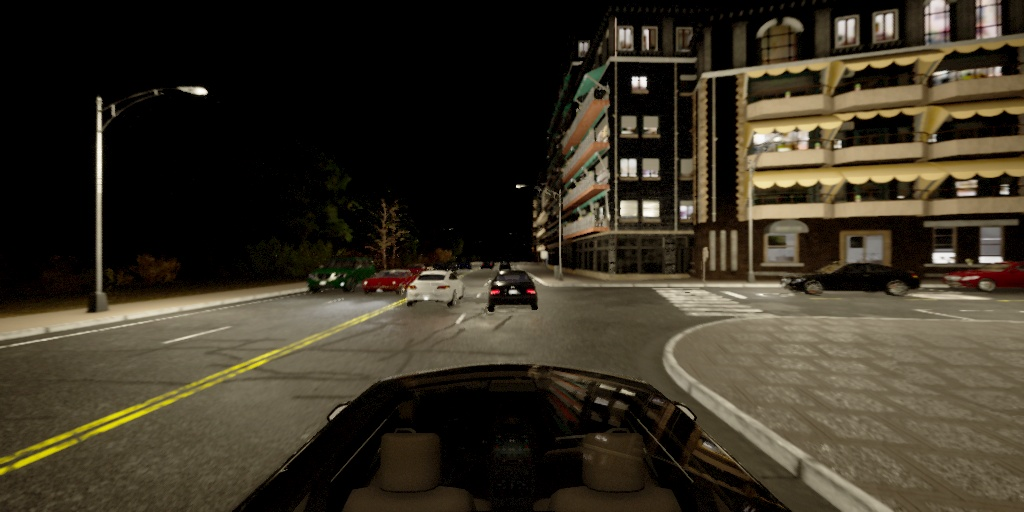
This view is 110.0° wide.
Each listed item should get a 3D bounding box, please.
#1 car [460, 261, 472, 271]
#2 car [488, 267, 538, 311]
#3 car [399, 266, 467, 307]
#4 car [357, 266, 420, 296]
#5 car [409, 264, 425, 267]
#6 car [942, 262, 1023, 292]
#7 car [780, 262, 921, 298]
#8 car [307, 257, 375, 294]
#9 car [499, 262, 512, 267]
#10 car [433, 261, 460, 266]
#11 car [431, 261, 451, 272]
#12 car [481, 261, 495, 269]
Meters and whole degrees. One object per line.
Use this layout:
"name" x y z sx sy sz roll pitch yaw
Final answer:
"car" -7.710 1.559 58.852 1.882 1.535 5.008 0 0 -1
"car" 0.003 1.322 14.589 2.033 1.411 5.357 -1 -1 -1
"car" -3.248 1.354 15.741 1.812 1.442 4.674 0 0 -1
"car" -6.774 1.458 20.412 1.895 1.301 4.718 0 0 -1
"car" -10.486 1.570 38.921 1.895 1.301 4.718 0 0 -2
"car" 22.524 0.913 16.221 4.207 1.307 1.802 0 0 16
"car" 14.627 0.995 15.735 4.674 1.442 1.812 -1 0 16
"car" -10.050 1.089 21.735 2.150 2.045 5.566 0 0 -1
"car" -1.075 1.614 57.215 2.033 1.411 5.357 0 0 -1
"car" -7.258 1.479 39.918 1.837 1.490 4.892 0 -1 -2
"car" -10.919 1.555 55.225 2.128 1.511 4.902 0 0 -1
"car" -4.409 1.671 64.184 1.994 1.385 4.181 0 0 -1
